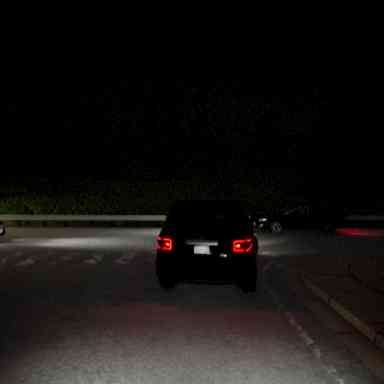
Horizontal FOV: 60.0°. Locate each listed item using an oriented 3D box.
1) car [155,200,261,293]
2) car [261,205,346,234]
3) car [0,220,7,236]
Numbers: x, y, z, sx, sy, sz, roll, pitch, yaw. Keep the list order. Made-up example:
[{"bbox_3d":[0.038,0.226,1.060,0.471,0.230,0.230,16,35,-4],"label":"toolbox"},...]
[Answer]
[{"bbox_3d":[0.608,1.210,9.069,2.150,2.045,5.566,0,0,9],"label":"car"},{"bbox_3d":[5.898,1.468,18.428,4.902,1.511,2.128,0,0,0],"label":"car"},{"bbox_3d":[-10.938,1.472,14.843,4.902,1.511,2.128,0,0,0],"label":"car"}]
